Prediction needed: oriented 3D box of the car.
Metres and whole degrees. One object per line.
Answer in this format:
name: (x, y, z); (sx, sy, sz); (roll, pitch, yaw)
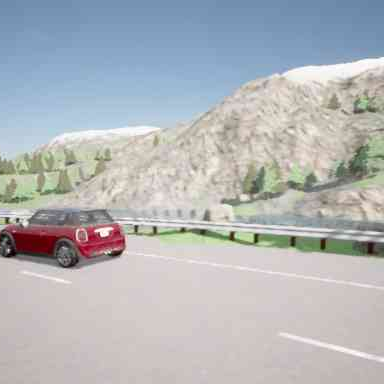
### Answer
car: (-4.434, 1.282, 11.135); (4.553, 1.767, 2.097); (0, 1, 32)
